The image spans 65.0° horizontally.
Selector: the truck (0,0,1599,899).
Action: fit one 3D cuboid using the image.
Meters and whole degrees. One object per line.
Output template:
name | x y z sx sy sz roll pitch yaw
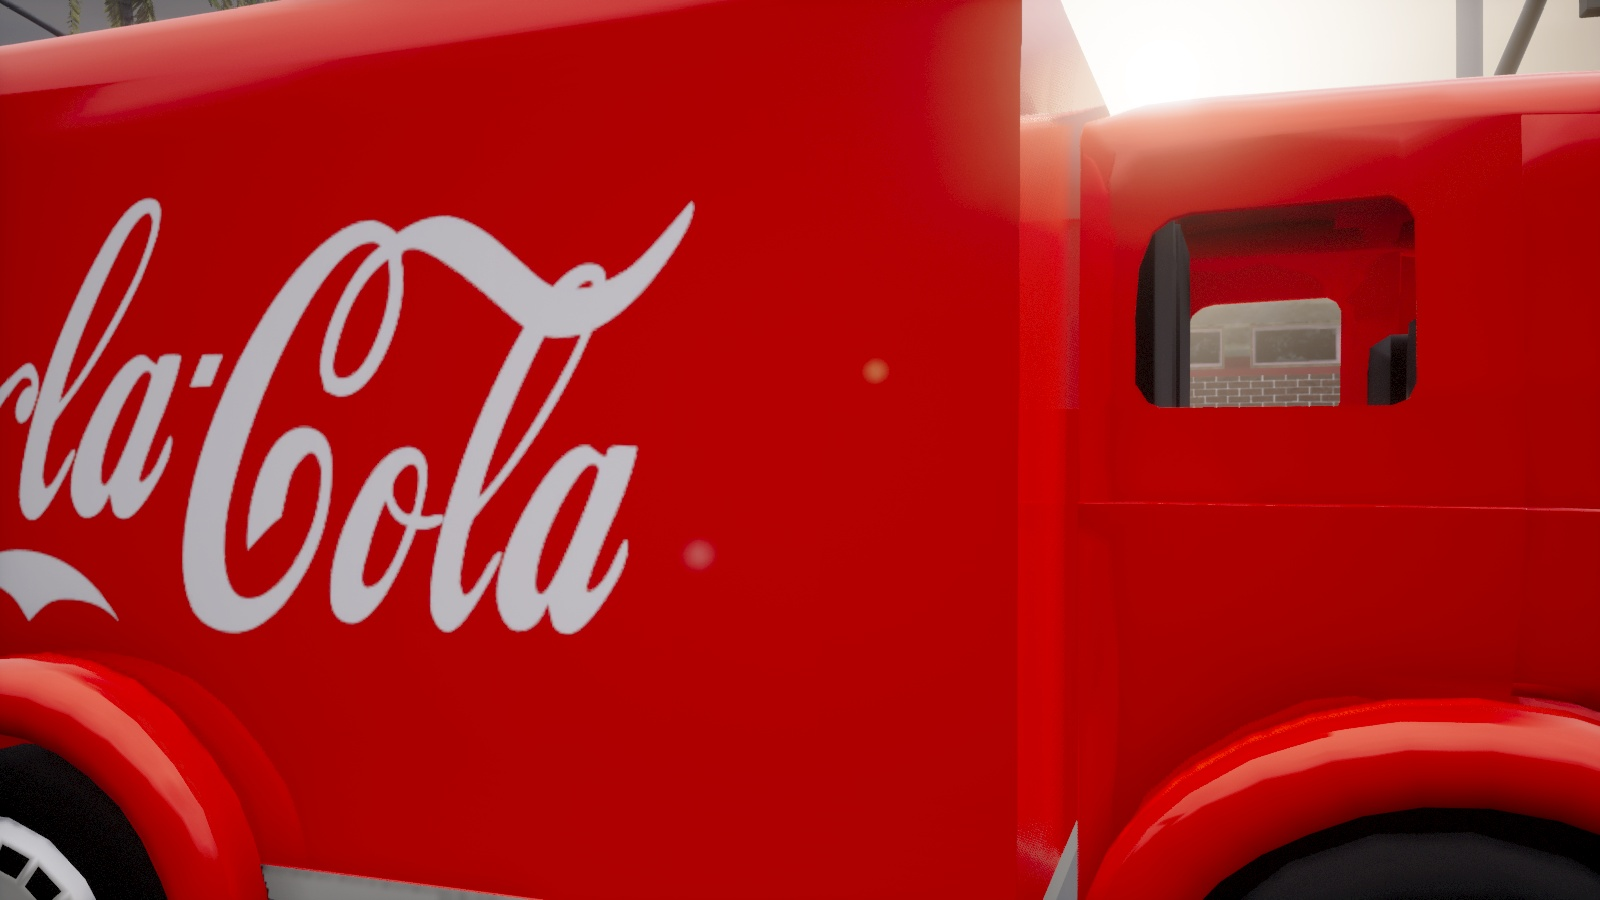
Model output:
truck | -0.068 0.283 3.233 5.204 2.467 2.627 1 1 20
